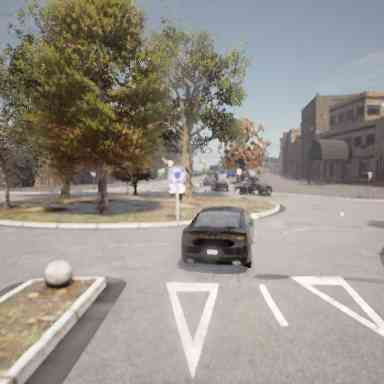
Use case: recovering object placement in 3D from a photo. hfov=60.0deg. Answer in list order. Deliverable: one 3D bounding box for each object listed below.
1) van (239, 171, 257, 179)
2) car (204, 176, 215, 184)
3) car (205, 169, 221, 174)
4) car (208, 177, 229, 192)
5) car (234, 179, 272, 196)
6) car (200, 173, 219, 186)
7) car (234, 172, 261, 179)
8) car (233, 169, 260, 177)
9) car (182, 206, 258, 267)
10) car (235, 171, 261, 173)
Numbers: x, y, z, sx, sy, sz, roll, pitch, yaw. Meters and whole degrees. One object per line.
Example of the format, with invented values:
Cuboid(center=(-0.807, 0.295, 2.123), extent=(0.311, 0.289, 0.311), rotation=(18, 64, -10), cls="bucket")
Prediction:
Cuboid(center=(14.746, -4.499, 87.639), extent=(4.442, 1.987, 1.878), rotation=(1, 5, 11), cls="van")
Cuboid(center=(3.574, -2.466, 67.473), extent=(1.895, 1.301, 4.718), rotation=(1, 5, 8), cls="car")
Cuboid(center=(4.943, -3.612, 76.960), extent=(2.150, 2.045, 5.566), rotation=(1, 5, 9), cls="car")
Cuboid(center=(3.819, -0.906, 45.967), extent=(1.837, 1.490, 4.892), rotation=(-1, 4, -7), cls="car")
Cuboid(center=(6.944, -0.410, 38.251), extent=(1.837, 1.490, 4.892), rotation=(-1, 4, -38), cls="car")
Cuboid(center=(2.993, -1.962, 57.905), extent=(2.097, 1.767, 4.553), rotation=(0, 5, 0), cls="car")
Cuboid(center=(11.995, -2.943, 71.636), extent=(4.892, 1.521, 2.231), rotation=(1, 5, 9), cls="car")
Cuboid(center=(13.297, -3.858, 79.742), extent=(5.566, 2.045, 2.435), rotation=(1, 5, 9), cls="car")
Cuboid(center=(1.042, 1.177, 10.643), extent=(1.882, 1.535, 5.008), rotation=(0, 4, 13), cls="car")
Cuboid(center=(12.456, -3.289, 74.333), extent=(4.553, 1.767, 2.185), rotation=(1, 5, 9), cls="car")
